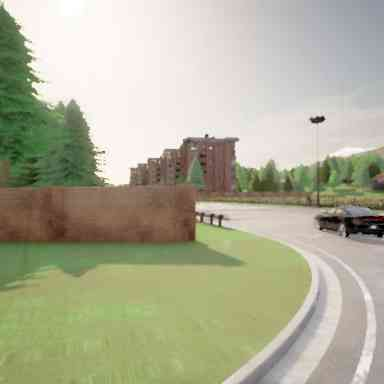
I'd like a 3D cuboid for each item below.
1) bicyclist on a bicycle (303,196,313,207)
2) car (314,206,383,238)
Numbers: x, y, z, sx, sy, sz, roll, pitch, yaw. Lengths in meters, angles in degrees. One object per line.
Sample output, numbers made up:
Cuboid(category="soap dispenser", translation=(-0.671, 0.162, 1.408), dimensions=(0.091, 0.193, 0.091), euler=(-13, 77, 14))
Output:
Cuboid(category="bicyclist on a bicycle", translation=(15.882, 1.306, 45.367), dimensions=(1.656, 1.620, 0.582), euler=(-1, 0, -19))
Cuboid(category="car", translation=(8.183, 1.460, 17.596), dimensions=(1.882, 1.535, 5.008), euler=(0, 0, -2))
